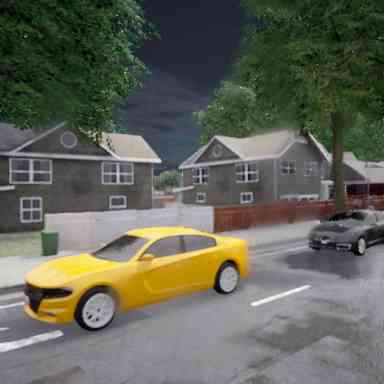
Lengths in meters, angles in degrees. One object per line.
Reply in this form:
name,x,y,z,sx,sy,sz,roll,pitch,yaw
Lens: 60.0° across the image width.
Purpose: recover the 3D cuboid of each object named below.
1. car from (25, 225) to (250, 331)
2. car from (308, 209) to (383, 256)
car,-0.871,1.540,7.242,5.008,1.535,1.882,0,0,-39
car,6.534,1.494,13.291,4.892,1.490,1.837,-1,0,-39
